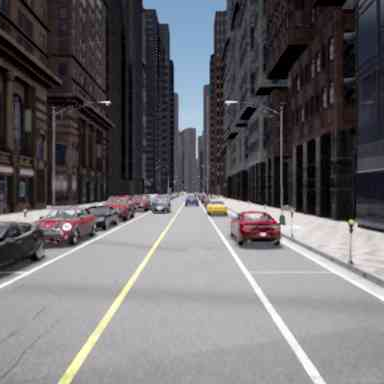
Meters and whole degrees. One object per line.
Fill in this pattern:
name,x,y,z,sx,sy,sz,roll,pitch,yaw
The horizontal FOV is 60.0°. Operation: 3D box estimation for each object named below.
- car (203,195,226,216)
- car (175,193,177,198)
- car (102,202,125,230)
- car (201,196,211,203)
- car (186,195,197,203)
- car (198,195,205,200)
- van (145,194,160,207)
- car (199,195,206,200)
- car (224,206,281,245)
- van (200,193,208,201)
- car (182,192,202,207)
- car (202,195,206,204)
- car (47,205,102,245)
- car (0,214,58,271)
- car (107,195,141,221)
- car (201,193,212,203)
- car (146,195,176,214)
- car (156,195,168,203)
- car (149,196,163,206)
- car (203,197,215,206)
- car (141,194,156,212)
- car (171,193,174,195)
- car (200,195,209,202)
car,2.333,1.388,31.984,1.801,1.575,5.366,0,0,0
car,-5.808,1.404,87.944,1.947,1.339,4.313,0,0,0
car,-5.771,1.519,20.723,1.947,1.339,4.313,0,0,0
car,2.729,1.454,65.556,1.802,1.307,4.206,0,0,0
car,-0.036,1.351,67.177,2.128,1.511,4.902,0,0,0
car,2.714,1.413,93.566,1.802,1.307,4.206,0,0,0
van,-5.785,1.239,48.731,1.690,1.788,3.998,0,0,0
car,2.717,1.421,87.965,1.802,1.307,4.206,0,0,0
car,2.758,1.511,15.137,1.887,1.381,4.507,0,0,0
van,2.724,1.196,76.760,1.690,1.788,3.998,0,0,0
car,-0.027,1.247,50.527,2.097,1.767,4.553,0,0,0
car,2.742,1.459,43.147,2.008,1.369,4.403,0,0,0
car,-5.767,1.405,15.121,1.967,1.590,4.097,0,0,0
car,-5.765,1.544,9.520,1.947,1.339,4.313,0,0,0
car,-5.773,1.256,26.325,2.192,1.841,5.009,0,0,0
car,2.739,1.339,48.750,1.967,1.590,4.097,0,0,0
car,-3.115,1.415,34.616,2.128,1.511,4.902,0,0,0
car,-5.795,1.311,65.537,1.967,1.590,4.097,0,0,0
car,-5.789,1.414,54.163,1.752,1.417,4.829,0,0,0
car,2.736,1.471,54.352,1.802,1.307,4.206,0,0,0
car,-5.779,1.233,37.528,2.192,1.841,5.009,0,0,0
car,-5.801,1.294,76.740,1.967,1.590,4.097,0,0,0
car,2.726,1.388,71.328,1.752,1.417,4.829,0,0,0
